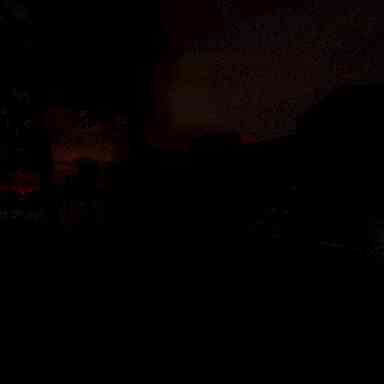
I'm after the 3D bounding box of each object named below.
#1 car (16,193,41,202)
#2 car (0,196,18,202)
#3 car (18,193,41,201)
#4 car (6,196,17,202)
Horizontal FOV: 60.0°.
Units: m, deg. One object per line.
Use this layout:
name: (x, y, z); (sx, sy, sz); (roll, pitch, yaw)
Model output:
car: (-42.172, 1.361, 85.560); (5.566, 2.045, 2.435); (-1, -1, -31)
car: (-39.405, 1.532, 70.762); (1.994, 1.385, 4.181); (-1, 0, -9)
car: (-39.120, 1.371, 80.447); (4.553, 1.767, 2.185); (-1, -1, -31)
car: (-43.882, 1.618, 80.831); (1.994, 1.385, 4.181); (-1, -1, -31)
